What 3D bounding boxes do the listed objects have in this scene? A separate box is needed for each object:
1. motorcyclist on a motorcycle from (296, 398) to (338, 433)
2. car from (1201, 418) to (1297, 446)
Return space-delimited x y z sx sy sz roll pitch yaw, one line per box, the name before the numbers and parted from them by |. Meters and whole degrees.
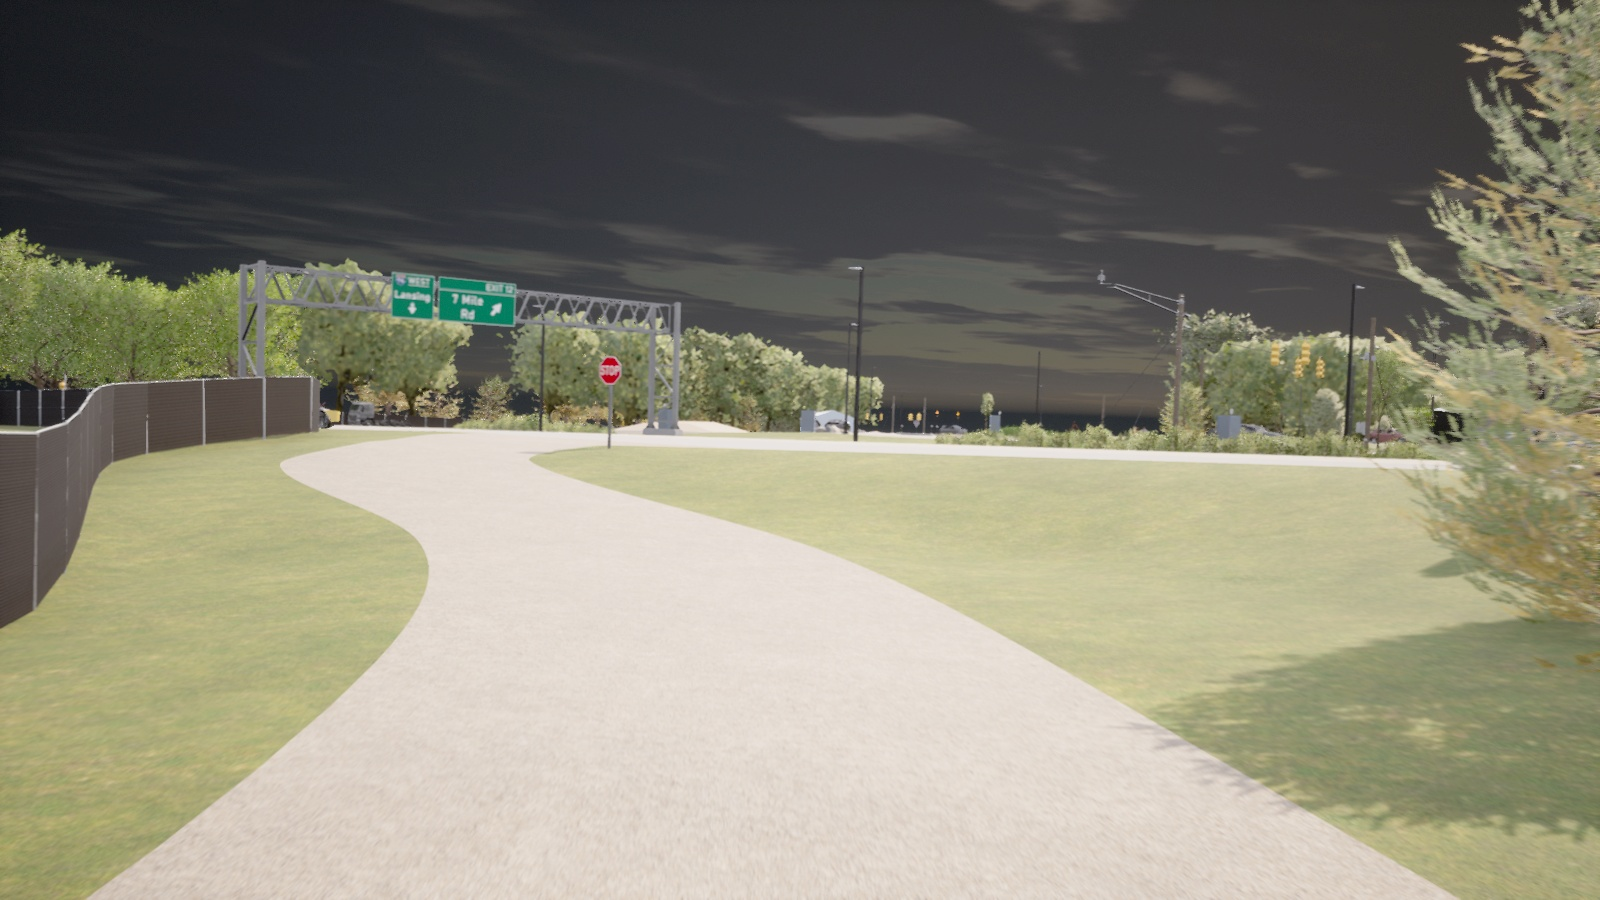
motorcyclist on a motorcycle | -22.825 -1.614 59.298 2.350 1.649 0.766 1 1 38
car | 26.510 -1.079 74.229 4.902 1.511 2.128 3 2 43
